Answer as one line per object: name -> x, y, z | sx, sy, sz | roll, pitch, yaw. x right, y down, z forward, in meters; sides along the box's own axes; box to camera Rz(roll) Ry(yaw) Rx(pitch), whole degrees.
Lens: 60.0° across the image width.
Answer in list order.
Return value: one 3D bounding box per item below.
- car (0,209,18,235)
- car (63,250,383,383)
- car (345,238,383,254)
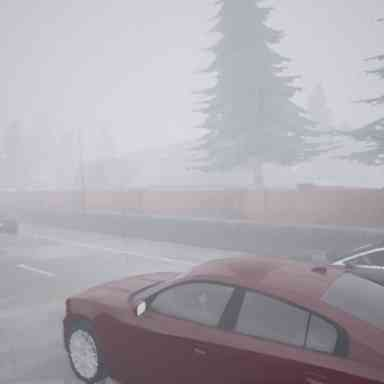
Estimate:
car -> -11.128, 1.602, 18.111 | 4.181, 1.385, 1.994 | 0, 0, 44
car -> 0.567, 1.488, 3.698 | 5.008, 1.535, 1.882 | 0, 0, 36
car -> 3.714, 1.510, 5.732 | 4.902, 1.511, 2.128 | 0, 0, 36
